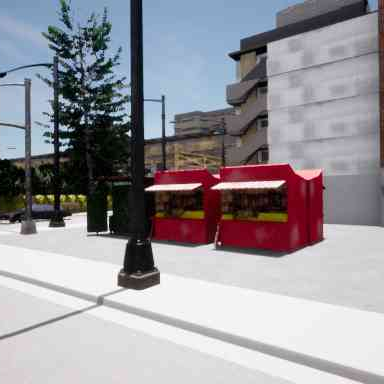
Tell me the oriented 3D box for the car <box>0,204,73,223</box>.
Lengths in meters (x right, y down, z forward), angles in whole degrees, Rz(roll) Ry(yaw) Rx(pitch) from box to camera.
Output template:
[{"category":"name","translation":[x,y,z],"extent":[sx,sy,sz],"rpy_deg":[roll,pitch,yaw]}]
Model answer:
[{"category":"car","translation":[-12.444,1.686,26.971],"extent":[2.033,1.411,5.357],"rpy_deg":[-1,-1,36]}]
